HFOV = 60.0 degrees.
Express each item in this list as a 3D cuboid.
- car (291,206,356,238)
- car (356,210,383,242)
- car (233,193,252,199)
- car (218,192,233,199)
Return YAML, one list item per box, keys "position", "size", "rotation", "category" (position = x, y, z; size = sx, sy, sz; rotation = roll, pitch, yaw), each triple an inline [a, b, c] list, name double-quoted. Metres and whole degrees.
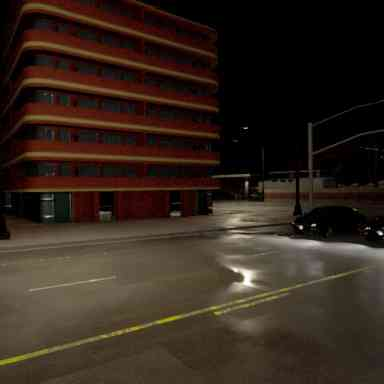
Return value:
- position: [7.356, 1.518, 17.748]
  size: [4.892, 1.490, 1.837]
  rotation: [0, 0, -35]
  category: "car"
- position: [9.821, 1.507, 15.198]
  size: [4.892, 1.490, 1.837]
  rotation: [0, 0, -35]
  category: "car"
- position: [12.919, 1.061, 81.968]
  size: [3.806, 1.475, 1.970]
  rotation: [-1, 1, -35]
  category: "car"
- position: [8.949, 0.930, 86.191]
  size: [4.611, 1.667, 2.242]
  rotation: [-1, 1, -35]
  category: "car"
